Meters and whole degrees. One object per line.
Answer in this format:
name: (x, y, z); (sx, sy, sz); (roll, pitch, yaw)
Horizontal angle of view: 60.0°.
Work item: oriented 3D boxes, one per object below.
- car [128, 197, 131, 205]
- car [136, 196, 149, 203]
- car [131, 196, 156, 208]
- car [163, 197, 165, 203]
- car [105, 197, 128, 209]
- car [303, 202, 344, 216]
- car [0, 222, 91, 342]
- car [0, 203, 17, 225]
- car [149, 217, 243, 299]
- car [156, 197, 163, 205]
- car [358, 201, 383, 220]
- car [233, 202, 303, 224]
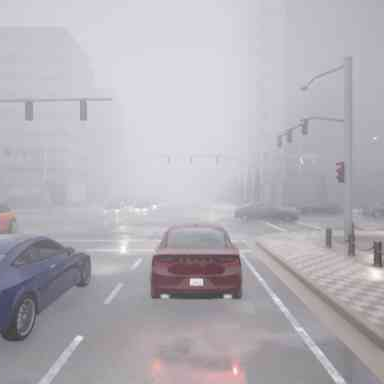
car: (-10.463, 1.524, 55.926); (2.128, 1.511, 4.902); (0, 0, 0)
car: (-10.347, 1.592, 69.589); (1.994, 1.385, 4.181); (0, 0, 0)
car: (-6.990, 1.519, 48.646); (2.128, 1.511, 4.902); (0, 0, 0)
car: (-6.842, 1.636, 71.869); (1.895, 1.301, 4.718); (0, 0, 0)
car: (-10.498, 1.530, 45.561); (1.837, 1.490, 4.892); (0, 0, 0)
car: (12.051, 1.563, 30.920); (4.718, 1.301, 1.895); (0, 0, 1)
car: (-3.416, 1.529, 6.371); (1.812, 1.442, 4.674); (0, 0, 0)
car: (-10.567, 1.358, 16.249); (2.097, 1.767, 4.553); (0, 0, 0)
car: (0.099, 1.482, 8.498); (1.882, 1.535, 5.008); (0, 0, 0)
car: (-6.947, 1.526, 58.932); (2.128, 1.511, 4.902); (0, 0, 0)
car: (16.340, 1.451, 27.373); (4.902, 1.511, 2.128); (0, 0, 0)
car: (5.294, 1.483, 24.044); (4.674, 1.442, 1.812); (0, 1, 12)
